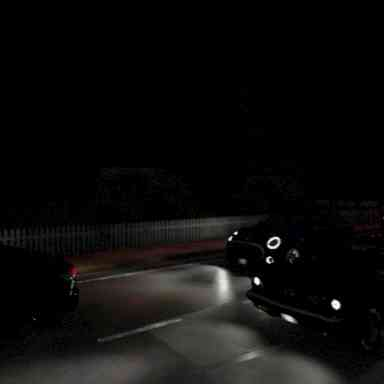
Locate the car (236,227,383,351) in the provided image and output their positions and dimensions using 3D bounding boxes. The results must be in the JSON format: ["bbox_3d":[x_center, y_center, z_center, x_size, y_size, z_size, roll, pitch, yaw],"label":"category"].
[{"bbox_3d":[3.266,1.602,6.319,4.718,1.301,1.895,0,0,-35],"label":"car"}]

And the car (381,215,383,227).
[{"bbox_3d":[11.688,1.222,16.614,5.566,2.045,2.150,0,0,-35],"label":"car"}]

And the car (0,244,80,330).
[{"bbox_3d":[-4.049,1.565,5.400,4.181,1.385,1.994,0,0,-36],"label":"car"}]

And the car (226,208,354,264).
[{"bbox_3d":[3.250,1.353,10.607,4.553,1.767,2.097,0,0,-35],"label":"car"}]
